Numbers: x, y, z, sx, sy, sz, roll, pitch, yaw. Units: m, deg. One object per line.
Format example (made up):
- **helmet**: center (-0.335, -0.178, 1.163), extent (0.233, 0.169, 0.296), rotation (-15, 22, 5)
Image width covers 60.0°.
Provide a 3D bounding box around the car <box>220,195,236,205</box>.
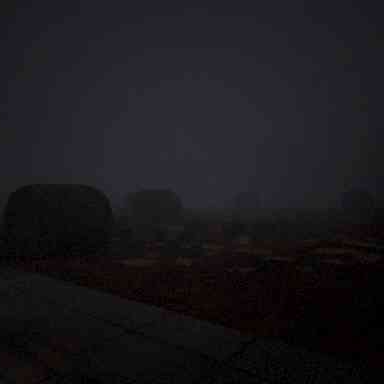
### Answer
- **car**: center (8.137, 1.694, 72.814), extent (3.866, 1.878, 1.905), rotation (-2, 5, -8)
